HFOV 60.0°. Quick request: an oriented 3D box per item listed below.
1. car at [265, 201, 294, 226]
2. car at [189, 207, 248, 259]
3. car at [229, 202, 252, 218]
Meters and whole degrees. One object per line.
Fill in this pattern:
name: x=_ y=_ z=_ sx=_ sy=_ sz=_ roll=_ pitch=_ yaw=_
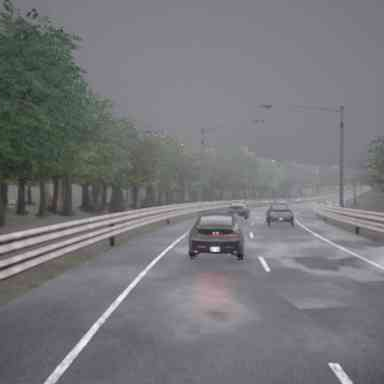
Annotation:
car: x=6.527 y=1.654 z=24.891 sx=2.128 sy=1.511 sz=4.902 roll=0 pitch=-1 yaw=12
car: x=0.979 y=1.534 z=12.720 sx=1.837 sy=1.490 sz=4.892 roll=0 pitch=0 yaw=6
car: x=4.388 y=1.701 z=30.880 sx=1.837 sy=1.490 sz=4.892 roll=0 pitch=-1 yaw=14
